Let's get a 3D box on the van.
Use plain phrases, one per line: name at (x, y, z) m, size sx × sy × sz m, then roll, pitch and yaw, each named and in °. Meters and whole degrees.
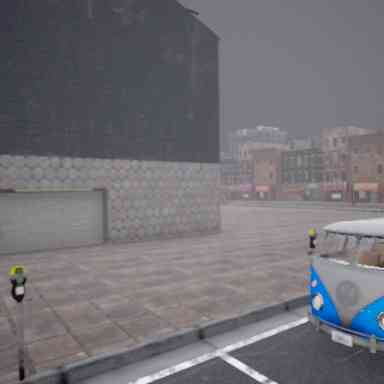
van at (3.574, 1.287, 5.385) m, size 3.998 × 1.788 × 1.690 m, roll -1°, pitch 0°, yaw -36°
